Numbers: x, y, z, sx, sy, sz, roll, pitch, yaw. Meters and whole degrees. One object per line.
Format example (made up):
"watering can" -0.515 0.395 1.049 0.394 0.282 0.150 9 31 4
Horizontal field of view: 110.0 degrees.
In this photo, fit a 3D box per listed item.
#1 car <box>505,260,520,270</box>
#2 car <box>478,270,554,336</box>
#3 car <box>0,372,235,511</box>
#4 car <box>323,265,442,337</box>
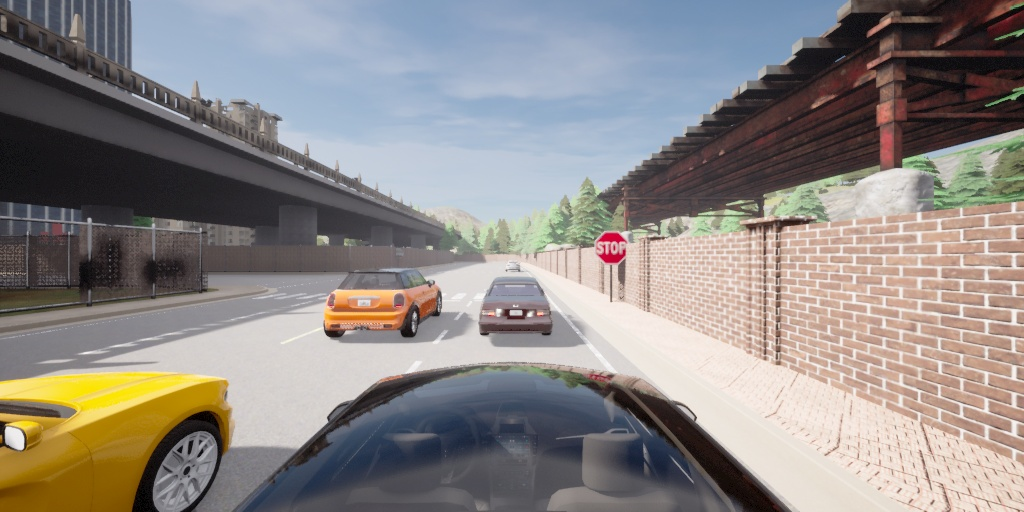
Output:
"car" 0.114 1.276 46.284 1.812 1.442 4.674 0 0 -1
"car" 0.088 1.297 10.412 2.033 1.411 5.357 0 0 0
"car" -3.398 1.228 1.136 1.882 1.535 5.008 0 0 0
"car" -3.414 1.102 10.393 2.097 1.767 4.553 0 0 0
